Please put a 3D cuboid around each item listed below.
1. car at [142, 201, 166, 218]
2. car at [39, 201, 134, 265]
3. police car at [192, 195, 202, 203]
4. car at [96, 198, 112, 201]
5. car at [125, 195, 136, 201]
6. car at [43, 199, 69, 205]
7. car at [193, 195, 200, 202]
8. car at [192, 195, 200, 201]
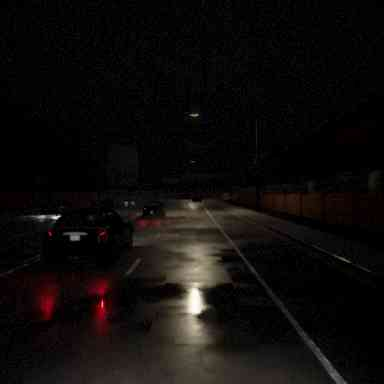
[{"bbox_3d":[-3.394,1.543,30.422,1.812,1.442,4.674,0,0,0],"label":"car"},{"bbox_3d":[-3.398,1.359,11.791,2.097,1.767,4.553,0,0,0],"label":"car"},{"bbox_3d":[1.063,1.467,72.215,1.930,1.638,5.238,0,0,0],"label":"police car"},{"bbox_3d":[-10.579,1.527,39.497,1.837,1.490,4.892,0,0,0],"label":"car"},{"bbox_3d":[-13.986,1.464,76.213,1.812,1.442,4.674,0,0,0],"label":"car"},{"bbox_3d":[-14.087,1.525,34.650,1.837,1.490,4.892,0,0,0],"label":"car"},{"bbox_3d":[1.065,1.502,82.299,1.801,1.575,5.366,0,0,0],"label":"car"},{"bbox_3d":[0.997,1.562,88.332,1.837,1.490,4.892,0,0,-2],"label":"car"}]
